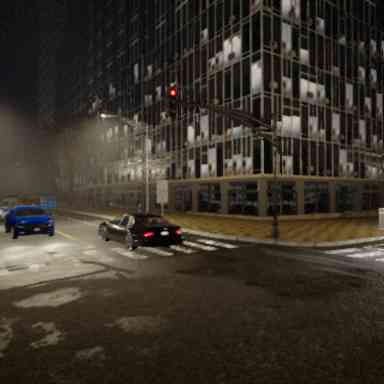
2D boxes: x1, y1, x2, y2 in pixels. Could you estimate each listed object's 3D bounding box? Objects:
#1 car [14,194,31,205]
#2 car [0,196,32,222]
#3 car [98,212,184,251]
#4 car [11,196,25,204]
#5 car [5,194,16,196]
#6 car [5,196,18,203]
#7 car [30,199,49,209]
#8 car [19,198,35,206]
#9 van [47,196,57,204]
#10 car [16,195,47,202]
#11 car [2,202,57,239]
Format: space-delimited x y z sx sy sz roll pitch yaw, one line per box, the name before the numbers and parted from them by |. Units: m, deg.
car | -31.118 1.398 60.919 2.192 1.841 5.009 1 0 -34
car | -13.897 1.390 25.380 2.097 1.767 4.553 0 0 -34
car | -2.385 1.577 14.366 2.033 1.411 5.357 0 0 -33
car | -34.322 1.526 65.613 1.967 1.590 4.097 1 0 -34
car | -19.363 1.400 33.408 2.097 1.767 4.553 0 0 -34
car | -40.729 1.643 75.004 2.008 1.369 4.403 1 0 -34
car | -21.512 1.654 46.830 1.802 1.307 4.206 1 0 -34
car | -27.918 1.661 56.222 1.802 1.307 4.206 1 0 -34
van | -18.308 1.409 42.136 1.690 1.788 3.998 1 0 -34
car | -17.944 1.409 36.989 2.097 1.767 4.553 0 0 -34
car | -8.736 1.507 17.809 1.882 1.535 5.008 0 0 -34
